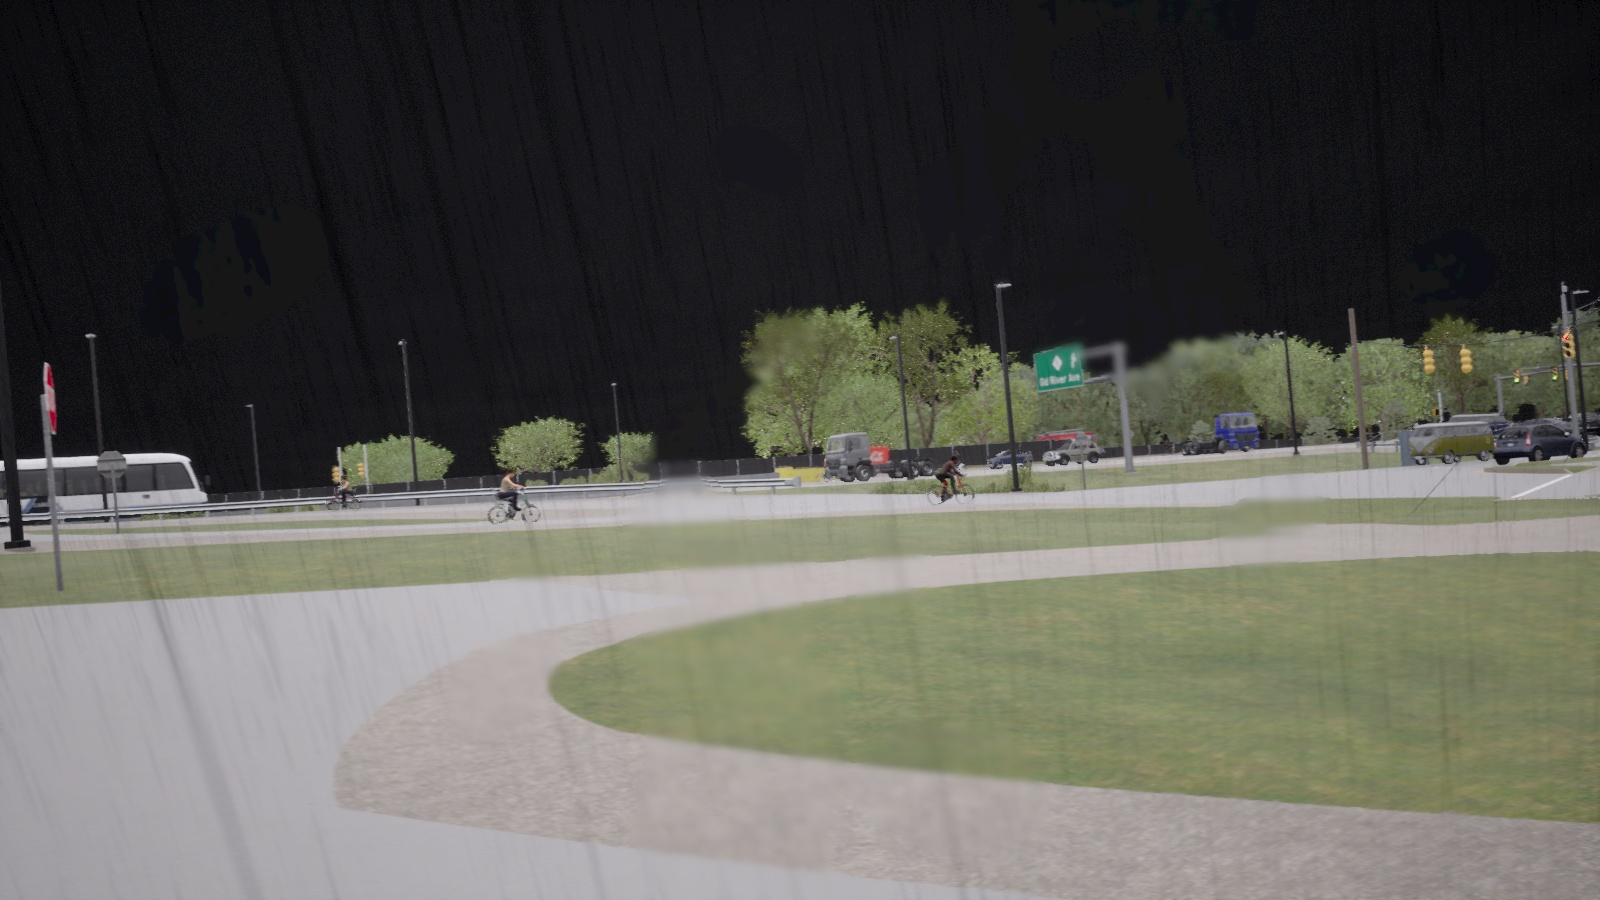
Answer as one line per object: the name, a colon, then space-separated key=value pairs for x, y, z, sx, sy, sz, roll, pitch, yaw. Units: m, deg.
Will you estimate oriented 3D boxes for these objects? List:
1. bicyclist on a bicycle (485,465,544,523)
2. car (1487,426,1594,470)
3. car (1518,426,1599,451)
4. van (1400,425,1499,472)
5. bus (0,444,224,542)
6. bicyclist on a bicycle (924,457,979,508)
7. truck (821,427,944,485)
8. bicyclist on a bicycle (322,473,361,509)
bicyclist on a bicycle: x=-8.208 y=1.270 z=36.101 sx=1.509 sy=1.612 sz=0.866 roll=0 pitch=-2 yaw=-24
car: x=30.979 y=-0.087 z=52.557 sx=3.988 sy=1.617 sz=1.851 roll=-3 pitch=-1 yaw=-26
car: x=49.030 y=-0.749 z=80.763 sx=1.895 sy=1.301 sz=4.718 roll=-3 pitch=-1 yaw=-23
van: x=31.285 y=-0.094 z=60.468 sx=4.442 sy=1.987 sz=1.775 roll=-3 pitch=-1 yaw=-26
bus: x=-35.183 y=2.143 z=64.121 sx=10.273 sy=4.253 sz=3.944 roll=-3 pitch=-1 yaw=-25
bicyclist on a bicycle: x=5.007 y=1.061 z=41.579 sx=1.656 sy=1.620 sz=0.582 roll=-2 pitch=-1 yaw=-13
truck: x=5.740 y=0.410 z=87.002 sx=7.936 sy=3.462 sz=2.891 roll=-3 pitch=-1 yaw=-25
bicyclist on a bicycle: x=-21.370 y=1.899 z=58.523 sx=1.509 sy=1.612 sz=0.866 roll=-2 pitch=0 yaw=-9
